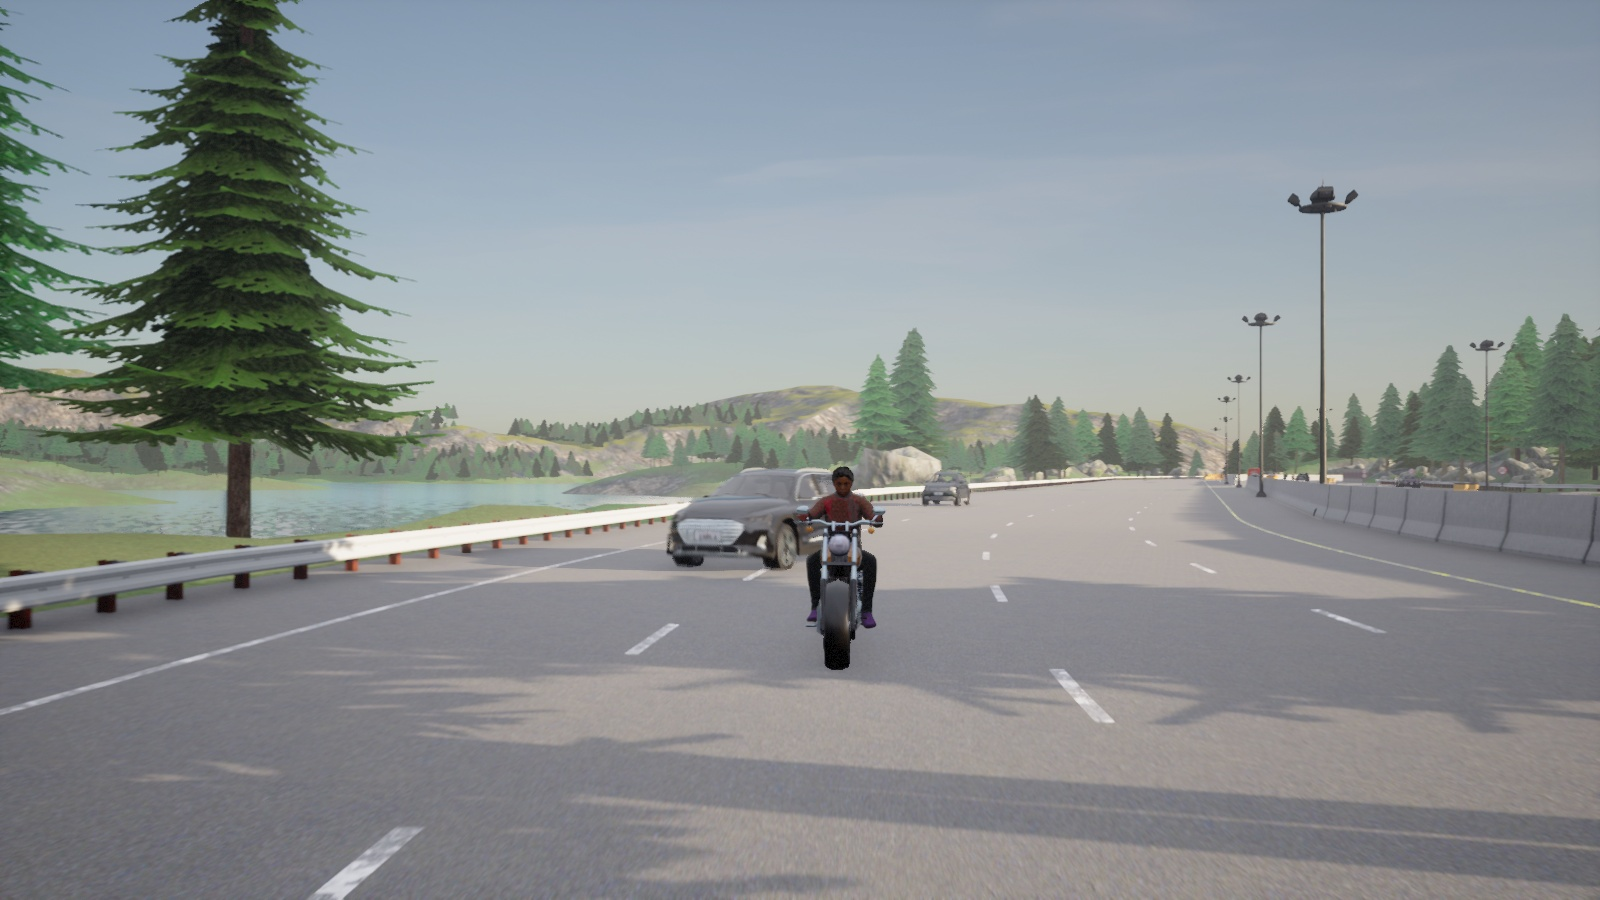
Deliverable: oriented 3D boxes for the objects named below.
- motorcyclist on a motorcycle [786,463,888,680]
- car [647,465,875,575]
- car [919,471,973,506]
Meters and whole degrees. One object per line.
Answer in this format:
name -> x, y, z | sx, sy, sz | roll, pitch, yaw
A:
motorcyclist on a motorcycle -> 0.364, 0.944, 10.765 | 0.766, 1.649, 2.350 | 0, -1, 4
car -> -0.499, 1.106, 21.402 | 2.033, 1.649, 4.856 | -1, -1, 23
car -> 6.688, 1.728, 57.314 | 1.789, 1.549, 3.705 | -1, -1, 18
